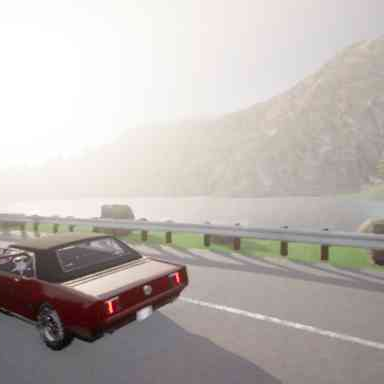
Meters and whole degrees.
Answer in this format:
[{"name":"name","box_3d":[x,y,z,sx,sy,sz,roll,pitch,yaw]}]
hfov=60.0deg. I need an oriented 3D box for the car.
[{"name":"car","box_3d":[-2.456,1.417,5.915,4.718,1.301,1.895,-1,3,36]}]
